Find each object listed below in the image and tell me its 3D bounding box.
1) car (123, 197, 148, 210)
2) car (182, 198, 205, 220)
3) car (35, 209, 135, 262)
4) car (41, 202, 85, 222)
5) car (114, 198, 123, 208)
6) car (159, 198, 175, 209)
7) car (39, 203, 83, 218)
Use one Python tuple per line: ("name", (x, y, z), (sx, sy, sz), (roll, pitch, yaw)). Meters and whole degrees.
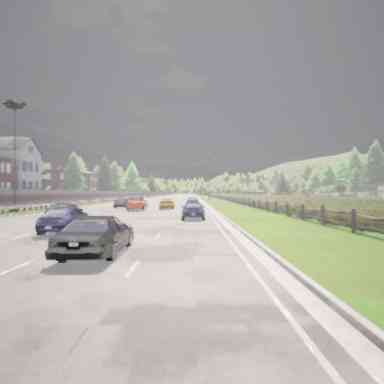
("car", (-6.895, 1.385, 42.297), (2.097, 1.767, 4.553), (0, 0, 0))
("car", (0.106, 1.548, 28.169), (1.812, 1.442, 4.674), (0, 0, 0))
("car", (-3.401, 1.557, 12.045), (2.033, 1.411, 5.357), (0, 0, 0))
("car", (-10.397, 1.586, 27.243), (1.994, 1.385, 4.181), (0, 0, 0))
("car", (-10.393, 1.603, 50.066), (1.994, 1.385, 4.181), (0, 0, 0))
("car", (-3.396, 1.514, 46.154), (1.882, 1.535, 5.008), (0, 0, 0))
("car", (-6.895, 1.540, 18.252), (1.812, 1.442, 4.674), (0, 0, 0))
